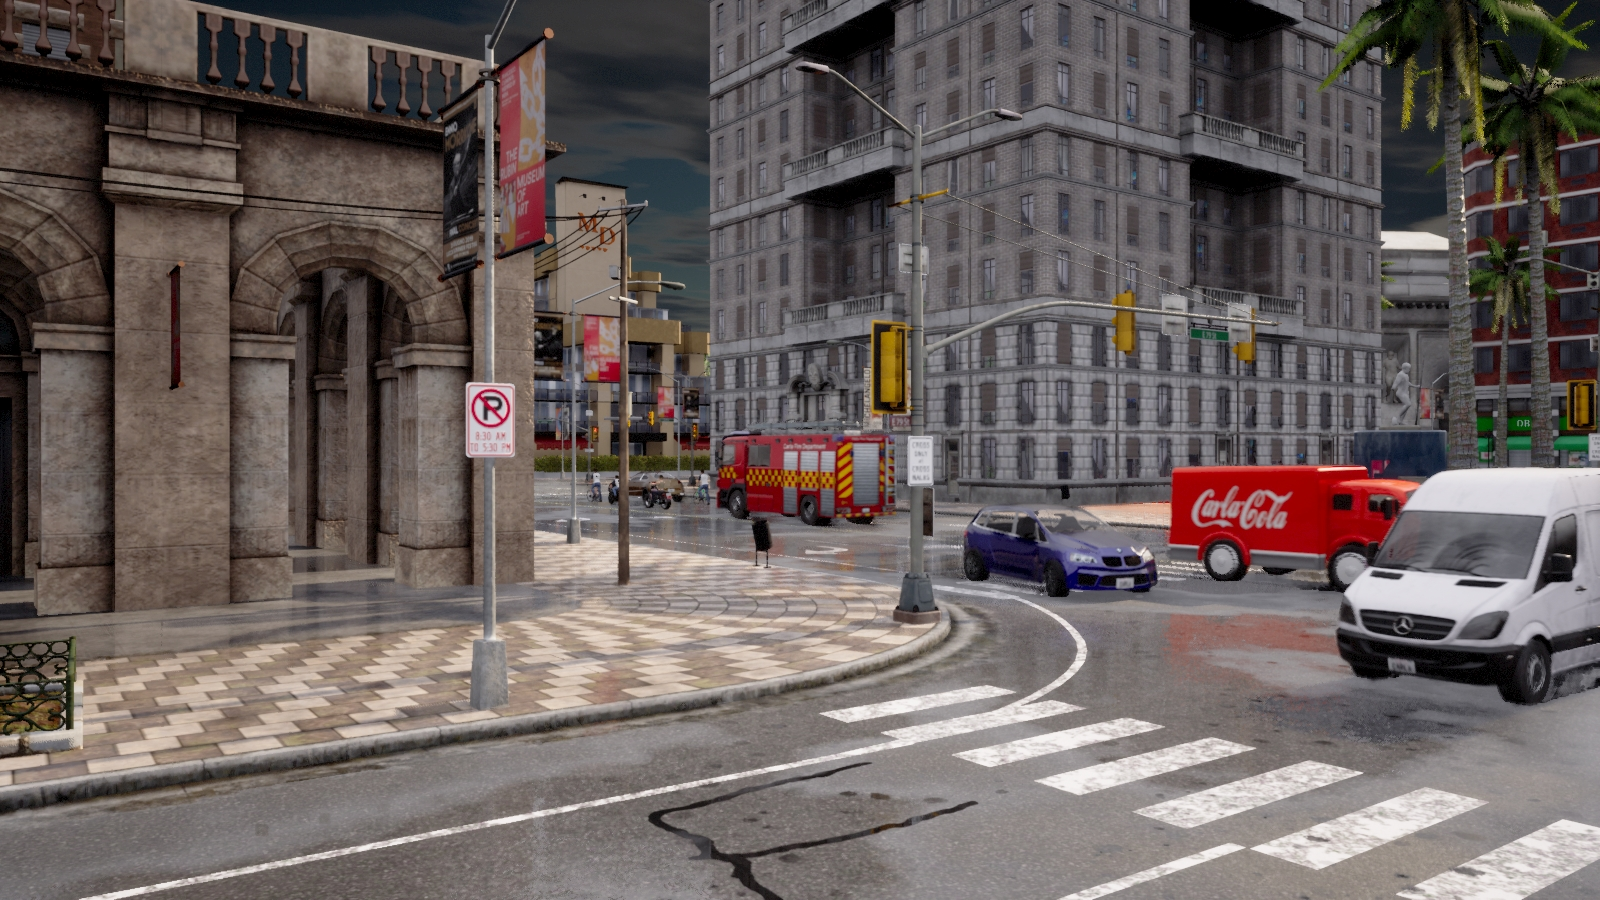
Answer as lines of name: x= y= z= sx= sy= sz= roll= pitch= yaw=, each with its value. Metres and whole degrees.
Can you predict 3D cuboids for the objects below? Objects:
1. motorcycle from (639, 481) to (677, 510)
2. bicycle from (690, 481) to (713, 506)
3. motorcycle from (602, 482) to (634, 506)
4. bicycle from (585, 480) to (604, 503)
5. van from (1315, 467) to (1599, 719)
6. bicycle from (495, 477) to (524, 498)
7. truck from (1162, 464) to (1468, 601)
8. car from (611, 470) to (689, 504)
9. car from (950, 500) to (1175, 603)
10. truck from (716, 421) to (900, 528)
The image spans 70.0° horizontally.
motorcycle: x=-6.767 y=2.160 z=54.369 sx=0.764 sy=1.277 sz=2.356 roll=0 pitch=0 yaw=-35
bicycle: x=-4.999 y=2.195 z=57.900 sx=0.373 sy=1.196 sz=1.643 roll=0 pitch=0 yaw=-36
motorcycle: x=-9.213 y=2.204 z=57.798 sx=0.803 sy=1.145 sz=2.033 roll=0 pitch=0 yaw=-36
bicycle: x=-11.030 y=2.196 z=61.250 sx=0.373 sy=1.196 sz=1.643 roll=0 pitch=0 yaw=-35
van: x=9.109 y=1.528 z=14.443 sx=5.915 sy=2.561 sz=1.988 roll=0 pitch=0 yaw=-35
bicycle: x=-17.142 y=2.201 z=67.480 sx=1.835 sy=1.171 sz=0.329 roll=0 pitch=0 yaw=25
truck: x=10.650 y=1.565 z=23.981 sx=2.627 sy=2.467 sz=5.204 roll=0 pitch=0 yaw=-38
car: x=-8.211 y=1.981 z=62.259 sx=2.152 sy=1.651 sz=5.027 roll=0 pitch=0 yaw=-35
car: x=5.203 y=1.961 z=23.375 sx=2.242 sy=1.667 sz=4.611 roll=0 pitch=0 yaw=-22
truck: x=0.107 y=0.881 z=45.070 sx=2.891 sy=3.827 sz=8.468 roll=0 pitch=0 yaw=-35
